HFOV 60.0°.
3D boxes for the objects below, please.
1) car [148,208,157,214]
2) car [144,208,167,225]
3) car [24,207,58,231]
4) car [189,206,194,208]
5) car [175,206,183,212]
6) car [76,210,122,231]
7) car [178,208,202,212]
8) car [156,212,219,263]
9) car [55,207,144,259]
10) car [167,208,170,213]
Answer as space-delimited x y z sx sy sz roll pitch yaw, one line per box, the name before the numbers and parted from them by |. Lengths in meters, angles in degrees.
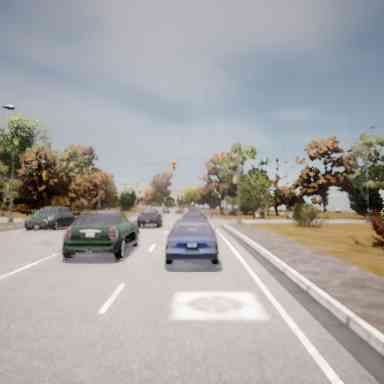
car | -10.487 4.997 88.020 1.994 1.385 4.181 0 -1 0
car | -3.558 2.206 28.652 2.128 1.511 4.902 0 -3 -2
car | -10.516 1.883 24.804 2.097 1.767 4.553 0 -2 0
car | 0.014 4.985 89.850 1.812 1.442 4.674 0 -1 0
car | -3.486 5.035 89.499 1.895 1.301 4.718 0 -1 0
car | -7.005 2.120 25.702 2.033 1.411 5.357 0 -3 0
car | 0.288 2.277 28.655 1.994 1.385 4.181 0 -3 7
car | 0.012 1.712 12.620 2.033 1.411 5.357 0 -1 0
car | -3.473 1.531 13.529 2.097 1.767 4.553 0 -1 1
car | -6.986 4.924 88.034 1.882 1.535 5.008 0 -1 0
